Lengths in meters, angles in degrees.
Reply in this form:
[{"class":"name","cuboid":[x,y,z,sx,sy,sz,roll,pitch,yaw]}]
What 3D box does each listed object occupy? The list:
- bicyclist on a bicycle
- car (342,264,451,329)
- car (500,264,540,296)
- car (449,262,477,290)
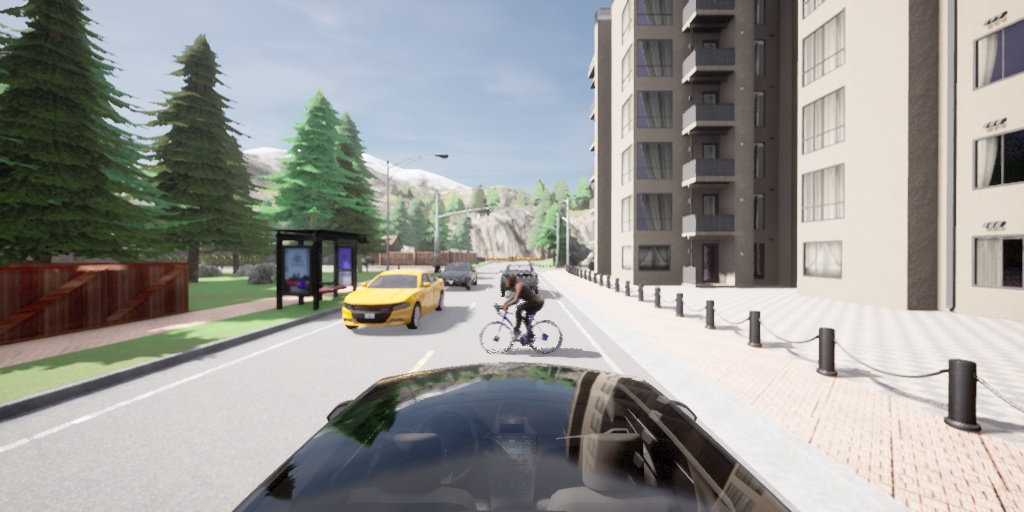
[{"class":"bicyclist on a bicycle","cuboid":[0.165,1.171,7.135,1.656,1.620,0.582,-2,0,1]},{"class":"car","cuboid":[-3.437,1.184,11.276,1.882,1.535,5.008,0,0,1]},{"class":"car","cuboid":[0.401,1.165,18.547,2.128,1.511,4.902,0,0,1]},{"class":"car","cuboid":[-3.212,1.164,21.657,1.837,1.490,4.892,0,0,1]}]
